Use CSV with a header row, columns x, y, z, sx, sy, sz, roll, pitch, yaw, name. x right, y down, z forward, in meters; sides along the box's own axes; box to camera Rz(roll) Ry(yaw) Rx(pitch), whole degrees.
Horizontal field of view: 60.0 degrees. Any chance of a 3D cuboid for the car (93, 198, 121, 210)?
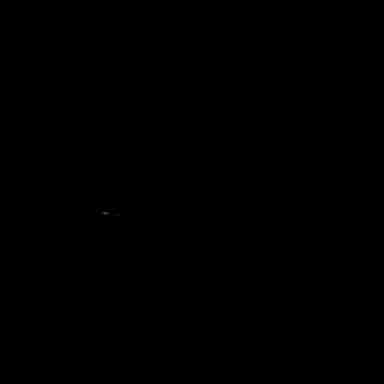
x,y,z,sx,sy,sz,roll,pitch,yaw,name
-9.674,1.328,37.659,1.994,1.385,4.181,1,0,-35,car
